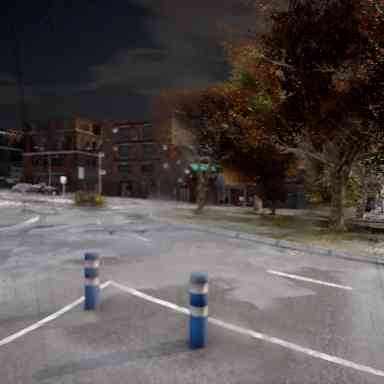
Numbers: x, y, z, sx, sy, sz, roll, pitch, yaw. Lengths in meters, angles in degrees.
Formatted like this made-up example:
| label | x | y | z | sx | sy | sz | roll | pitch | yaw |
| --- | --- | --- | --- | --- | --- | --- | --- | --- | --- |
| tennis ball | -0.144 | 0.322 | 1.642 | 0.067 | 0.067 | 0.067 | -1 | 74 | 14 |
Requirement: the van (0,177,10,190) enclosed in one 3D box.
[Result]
| label | x | y | z | sx | sy | sz | roll | pitch | yaw |
| --- | --- | --- | --- | --- | --- | --- | --- | --- | --- |
| van | -31.754 | -1.336 | 58.690 | 1.878 | 1.987 | 4.442 | 5 | 1 | 0 |

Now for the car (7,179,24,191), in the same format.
| label | x | y | z | sx | sy | sz | roll | pitch | yaw |
| --- | --- | --- | --- | --- | --- | --- | --- | --- | --- |
| car | -28.925 | -0.818 | 57.348 | 1.946 | 1.575 | 5.366 | 6 | 1 | 0 |

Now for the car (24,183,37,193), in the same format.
| label | x | y | z | sx | sy | sz | roll | pitch | yaw |
| --- | --- | --- | --- | --- | --- | --- | --- | --- | --- |
| car | -26.083 | -0.488 | 56.493 | 2.002 | 1.452 | 4.674 | 6 | 1 | 0 |

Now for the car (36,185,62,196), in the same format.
| label | x | y | z | sx | sy | sz | roll | pitch | yaw |
| --- | --- | --- | --- | --- | --- | --- | --- | --- | --- |
| car | -23.239 | -0.237 | 55.441 | 2.231 | 1.521 | 4.892 | 5 | 1 | 0 |

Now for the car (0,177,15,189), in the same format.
| label | x | y | z | sx | sy | sz | roll | pitch | yaw |
| --- | --- | --- | --- | --- | --- | --- | --- | --- | --- |
| car | -34.590 | -1.648 | 59.588 | 2.435 | 2.045 | 5.566 | 6 | 1 | 0 |
